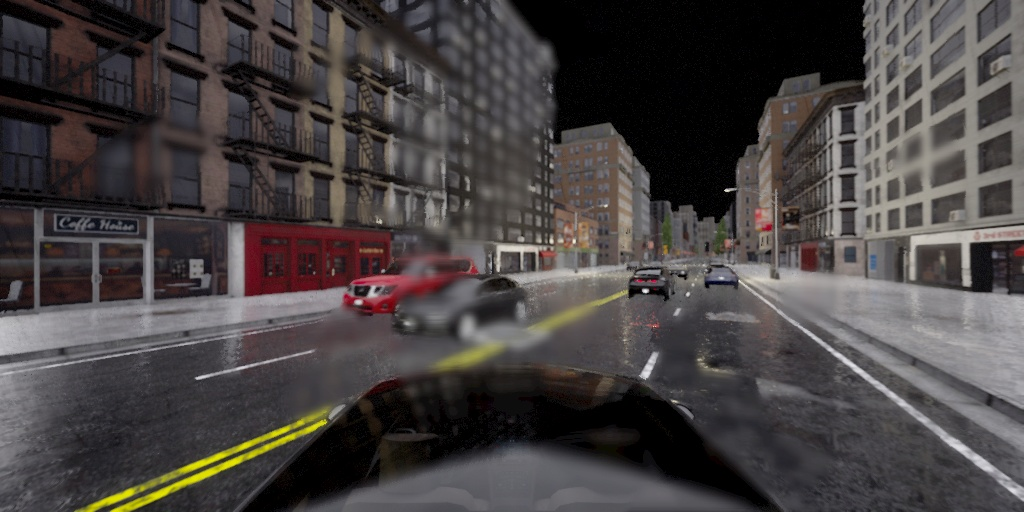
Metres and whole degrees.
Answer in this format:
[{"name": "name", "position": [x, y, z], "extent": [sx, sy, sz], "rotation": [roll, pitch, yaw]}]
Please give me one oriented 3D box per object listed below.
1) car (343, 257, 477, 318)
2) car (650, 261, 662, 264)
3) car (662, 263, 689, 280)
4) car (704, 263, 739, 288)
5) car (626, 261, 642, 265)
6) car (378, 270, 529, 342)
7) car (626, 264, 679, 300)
[{"name": "car", "position": [-3.271, 1.042, 13.141], "extent": [2.150, 2.045, 5.566], "rotation": [0, 0, 29]}, {"name": "car", "position": [18.829, 1.447, 46.846], "extent": [1.837, 1.490, 4.892], "rotation": [0, -1, 29]}, {"name": "car", "position": [15.218, 1.480, 33.037], "extent": [1.895, 1.301, 4.718], "rotation": [0, 0, 29]}, {"name": "car", "position": [14.386, 1.403, 24.732], "extent": [1.994, 1.385, 4.181], "rotation": [0, 0, 29]}, {"name": "car", "position": [17.651, 1.474, 51.457], "extent": [1.837, 1.490, 4.892], "rotation": [0, -1, 29]}, {"name": "car", "position": [-1.152, 1.304, 10.237], "extent": [1.837, 1.490, 4.892], "rotation": [0, 0, 29]}, {"name": "car", "position": [7.213, 1.328, 18.366], "extent": [1.837, 1.490, 4.892], "rotation": [0, 0, 29]}]
